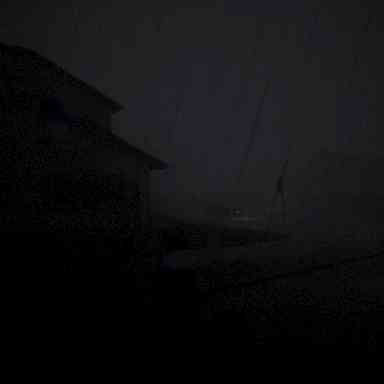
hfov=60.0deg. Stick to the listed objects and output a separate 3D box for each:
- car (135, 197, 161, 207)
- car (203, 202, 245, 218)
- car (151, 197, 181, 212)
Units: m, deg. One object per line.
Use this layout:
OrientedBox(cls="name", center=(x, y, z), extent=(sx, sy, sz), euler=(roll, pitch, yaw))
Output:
OrientedBox(cls="car", center=(-6.771, 1.526, 50.817), extent=(1.812, 1.442, 4.674), euler=(0, 0, -36))
OrientedBox(cls="car", center=(2.802, 1.564, 30.098), extent=(1.994, 1.385, 4.181), euler=(0, 0, -35))
OrientedBox(cls="car", center=(-3.179, 1.505, 38.566), extent=(1.837, 1.490, 4.892), euler=(0, 0, -35))
